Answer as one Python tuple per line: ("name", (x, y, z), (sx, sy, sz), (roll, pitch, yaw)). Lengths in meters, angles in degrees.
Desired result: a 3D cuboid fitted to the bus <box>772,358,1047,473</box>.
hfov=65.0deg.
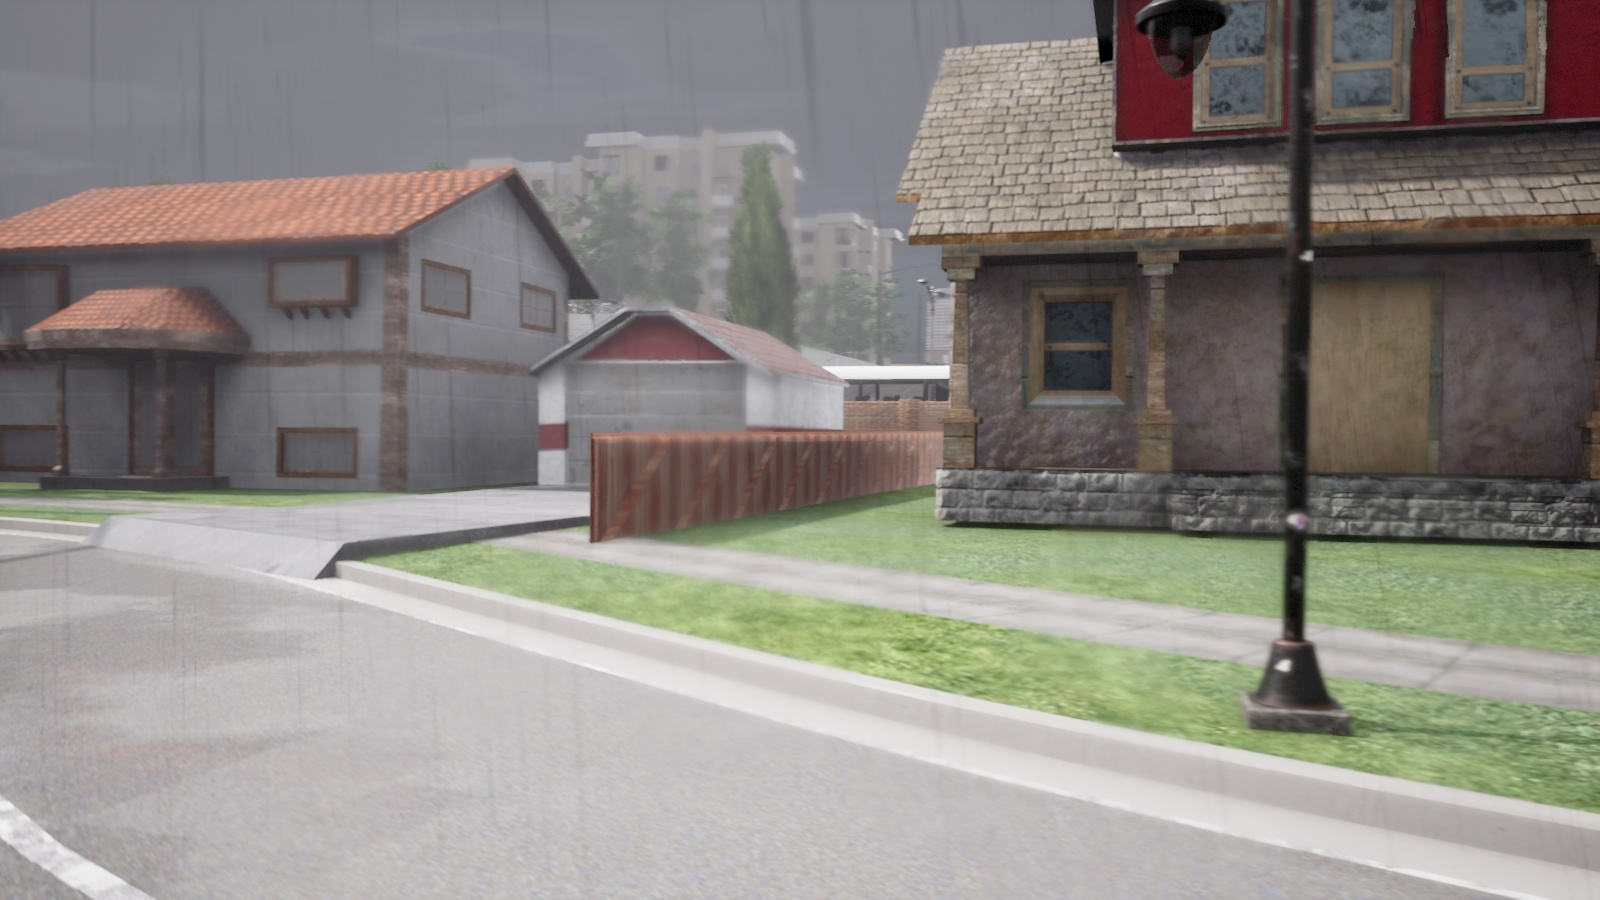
("bus", (4.416, -1.276, 49.832), (10.273, 4.253, 3.944), (0, 1, 16))
